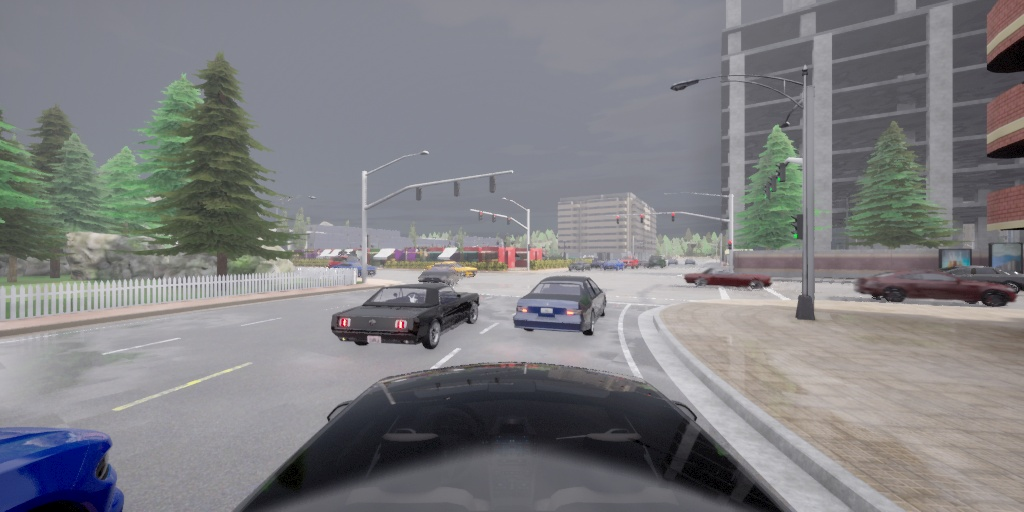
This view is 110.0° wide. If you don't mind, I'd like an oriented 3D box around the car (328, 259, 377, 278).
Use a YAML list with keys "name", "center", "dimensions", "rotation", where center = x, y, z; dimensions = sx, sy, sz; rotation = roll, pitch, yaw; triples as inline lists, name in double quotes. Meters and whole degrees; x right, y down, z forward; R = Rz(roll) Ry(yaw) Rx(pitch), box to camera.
- name: "car"
  center: [-15.370, 1.283, 35.014]
  dimensions: [5.008, 1.535, 1.882]
  rotation: [0, 0, 30]

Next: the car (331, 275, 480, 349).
- name: "car"
  center: [-2.278, 1.351, 9.211]
  dimensions: [1.895, 1.301, 4.718]
  rotation: [0, 0, 11]

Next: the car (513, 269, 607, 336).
- name: "car"
  center: [1.655, 1.297, 10.576]
  dimensions: [2.033, 1.411, 5.357]
  rotation: [0, 0, 20]

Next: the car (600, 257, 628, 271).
- name: "car"
  center: [13.943, 1.228, 48.927]
  dimensions: [1.882, 1.535, 5.008]
  rotation: [0, 0, 30]

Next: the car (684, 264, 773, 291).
- name: "car"
  center: [13.409, 1.392, 22.441]
  dimensions: [4.718, 1.301, 1.895]
  rotation: [1, 0, 30]

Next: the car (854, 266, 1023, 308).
- name: "car"
  center: [18.156, 1.331, 15.668]
  dimensions: [4.674, 1.442, 1.812]
  rotation: [0, 0, 30]

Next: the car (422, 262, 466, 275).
- name: "car"
  center: [-4.673, 1.319, 23.972]
  dimensions: [2.033, 1.411, 5.357]
  rotation: [0, -1, 2]

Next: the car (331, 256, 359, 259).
- name: "car"
  center: [-18.608, 1.027, 40.927]
  dimensions: [5.566, 2.045, 2.150]
  rotation: [0, 0, 30]

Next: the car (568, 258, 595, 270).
- name: "car"
  center: [8.939, 1.314, 47.202]
  dimensions: [1.994, 1.385, 4.181]
  rotation: [0, 0, 30]

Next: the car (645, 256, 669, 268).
- name: "car"
  center: [24.044, 0.971, 59.229]
  dimensions: [2.150, 2.045, 5.566]
  rotation: [0, 0, 30]

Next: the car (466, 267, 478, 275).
- name: "car"
  center: [-5.578, 1.283, 33.664]
  dimensions: [5.008, 1.535, 1.882]
  rotation: [0, 0, 25]

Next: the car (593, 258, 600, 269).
- name: "car"
  center: [13.270, 1.351, 54.817]
  dimensions: [1.895, 1.301, 4.718]
  rotation: [0, 0, 30]

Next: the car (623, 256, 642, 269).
- name: "car"
  center: [18.721, 0.972, 57.301]
  dimensions: [2.150, 2.045, 5.566]
  rotation: [0, 0, 30]
